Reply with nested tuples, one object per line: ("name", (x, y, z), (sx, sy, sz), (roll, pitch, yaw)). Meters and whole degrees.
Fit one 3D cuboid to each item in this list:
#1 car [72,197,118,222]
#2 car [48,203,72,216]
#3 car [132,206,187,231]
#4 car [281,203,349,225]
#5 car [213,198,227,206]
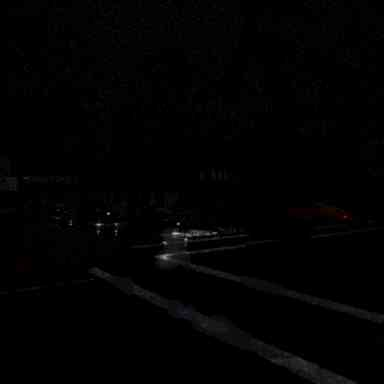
("car", (-8.639, 1.507, 29.939), (2.150, 2.045, 5.566), (0, -1, -37))
("car", (-15.644, 2.074, 39.279), (1.812, 1.442, 4.674), (0, -1, -37))
("car", (-2.213, 1.634, 21.387), (1.812, 1.442, 4.674), (0, -1, -37))
("car", (8.912, 1.531, 24.525), (1.882, 1.535, 5.008), (0, -1, -36))
("car", (5.666, 1.773, 60.137), (1.970, 1.475, 3.806), (0, -1, -37))
